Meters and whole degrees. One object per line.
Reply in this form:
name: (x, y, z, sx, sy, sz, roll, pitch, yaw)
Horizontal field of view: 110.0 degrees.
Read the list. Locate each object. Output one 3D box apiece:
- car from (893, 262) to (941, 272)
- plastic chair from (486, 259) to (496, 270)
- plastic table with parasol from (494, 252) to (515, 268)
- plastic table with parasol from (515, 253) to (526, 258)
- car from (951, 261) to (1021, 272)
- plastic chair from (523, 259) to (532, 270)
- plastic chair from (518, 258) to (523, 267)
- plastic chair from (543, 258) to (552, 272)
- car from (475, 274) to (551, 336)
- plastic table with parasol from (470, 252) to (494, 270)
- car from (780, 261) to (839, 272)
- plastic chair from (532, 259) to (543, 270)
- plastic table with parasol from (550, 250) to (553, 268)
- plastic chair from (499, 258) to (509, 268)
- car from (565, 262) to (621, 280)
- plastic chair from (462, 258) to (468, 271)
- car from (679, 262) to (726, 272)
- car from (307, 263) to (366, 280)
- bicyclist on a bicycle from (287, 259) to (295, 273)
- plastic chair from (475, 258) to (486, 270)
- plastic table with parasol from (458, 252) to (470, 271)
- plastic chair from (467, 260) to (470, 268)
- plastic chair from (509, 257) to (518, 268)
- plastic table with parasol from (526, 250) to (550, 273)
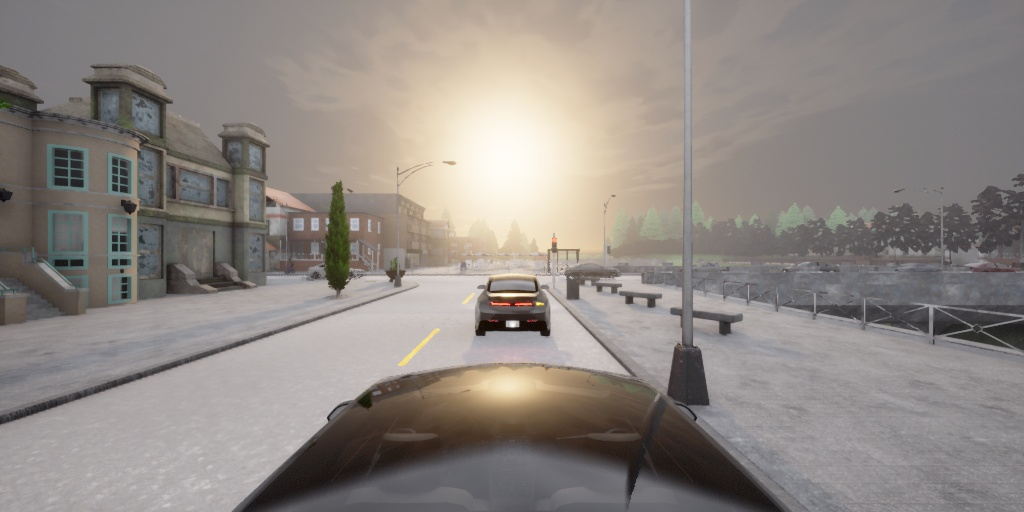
car: (39.040, 1.314, 34.933, 4.181, 1.385, 1.994, 0, 0, -1)
plastic chair: (-2.957, 1.279, 50.644, 0.730, 1.272, 0.750, 0, 0, 0)
plastic table with parasol: (-1.206, 0.675, 57.744, 2.482, 2.480, 2.482, 0, 0, 0)
plastic table with parasol: (1.164, 0.675, 65.354, 2.482, 2.480, 2.482, 0, 0, 0)
car: (40.800, 1.228, 30.749, 5.008, 1.535, 1.882, 0, 0, 0)
plastic chair: (2.243, 1.279, 50.044, 0.730, 1.272, 0.750, 0, 0, 0)
plastic chair: (1.047, 1.279, 64.176, 0.750, 1.272, 0.730, 0, 0, -1)
plastic chair: (4.843, 1.279, 49.844, 0.730, 1.272, 0.750, 0, 0, 0)
car: (0.035, 1.255, 10.345, 1.837, 1.490, 4.892, 0, 0, 1)
plastic table with parasol: (-4.237, 0.675, 50.764, 2.482, 2.480, 2.482, 0, 0, 0)
car: (28.962, 1.255, 34.946, 4.892, 1.490, 1.837, 0, 0, 0)
plastic chair: (3.443, 1.279, 48.744, 0.750, 1.272, 0.730, 0, 0, 0)
plastic table with parasol: (4.994, 0.675, 58.644, 2.482, 2.480, 2.482, 0, 0, 0)
plastic chair: (-1.256, 1.279, 56.544, 0.750, 1.272, 0.730, 0, 0, 0)
car: (6.892, 1.275, 30.757, 4.674, 1.442, 1.812, 0, 0, 0)
plastic chair: (-7.053, 1.279, 56.176, 0.750, 1.272, 0.730, 0, 0, -1)
car: (18.647, 1.314, 34.947, 4.181, 1.385, 1.994, 0, 0, 0)
car: (-15.051, 1.276, 30.758, 4.674, 1.442, 1.812, 0, 0, 0)
bicyclist on a bicycle: (-24.188, 1.099, 39.139, 0.582, 1.620, 1.656, 0, 0, 0)
plastic chair: (-4.357, 1.279, 49.544, 0.750, 1.272, 0.730, 0, 0, 0)
plastic table with parasol: (-7.126, 0.675, 57.355, 2.482, 2.480, 2.482, 0, 0, 0)
plastic chair: (-5.557, 1.279, 50.844, 0.730, 1.272, 0.750, 0, 0, 0)
plastic chair: (0.144, 1.279, 57.644, 0.730, 1.272, 0.750, 0, 0, 0)
plastic table with parasol: (3.583, 0.675, 50.014, 2.482, 2.480, 2.482, 0, 0, 0)
